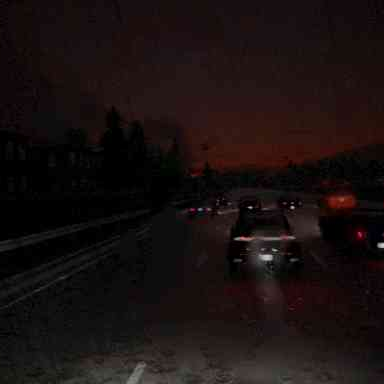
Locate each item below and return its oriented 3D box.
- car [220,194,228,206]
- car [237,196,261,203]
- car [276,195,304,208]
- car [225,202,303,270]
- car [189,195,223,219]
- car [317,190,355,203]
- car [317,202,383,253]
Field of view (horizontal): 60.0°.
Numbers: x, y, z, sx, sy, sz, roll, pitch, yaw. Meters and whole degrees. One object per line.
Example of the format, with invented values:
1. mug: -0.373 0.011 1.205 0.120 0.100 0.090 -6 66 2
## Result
1. car: 3.464 1.001 42.331 1.994 1.385 4.181 -2 1 9
2. car: 4.882 1.040 28.388 1.812 1.442 4.674 -2 1 9
3. car: 8.616 0.946 29.635 1.895 1.301 4.718 -2 1 9
4. car: 2.112 1.300 10.280 2.128 1.511 4.902 -2 1 9
5. car: 0.971 1.249 26.040 2.033 1.411 5.357 -2 1 9
6. car: 11.841 0.581 27.661 2.097 1.767 4.553 -2 1 9
7. car: 5.902 1.234 11.893 1.895 1.301 4.718 -2 1 9
